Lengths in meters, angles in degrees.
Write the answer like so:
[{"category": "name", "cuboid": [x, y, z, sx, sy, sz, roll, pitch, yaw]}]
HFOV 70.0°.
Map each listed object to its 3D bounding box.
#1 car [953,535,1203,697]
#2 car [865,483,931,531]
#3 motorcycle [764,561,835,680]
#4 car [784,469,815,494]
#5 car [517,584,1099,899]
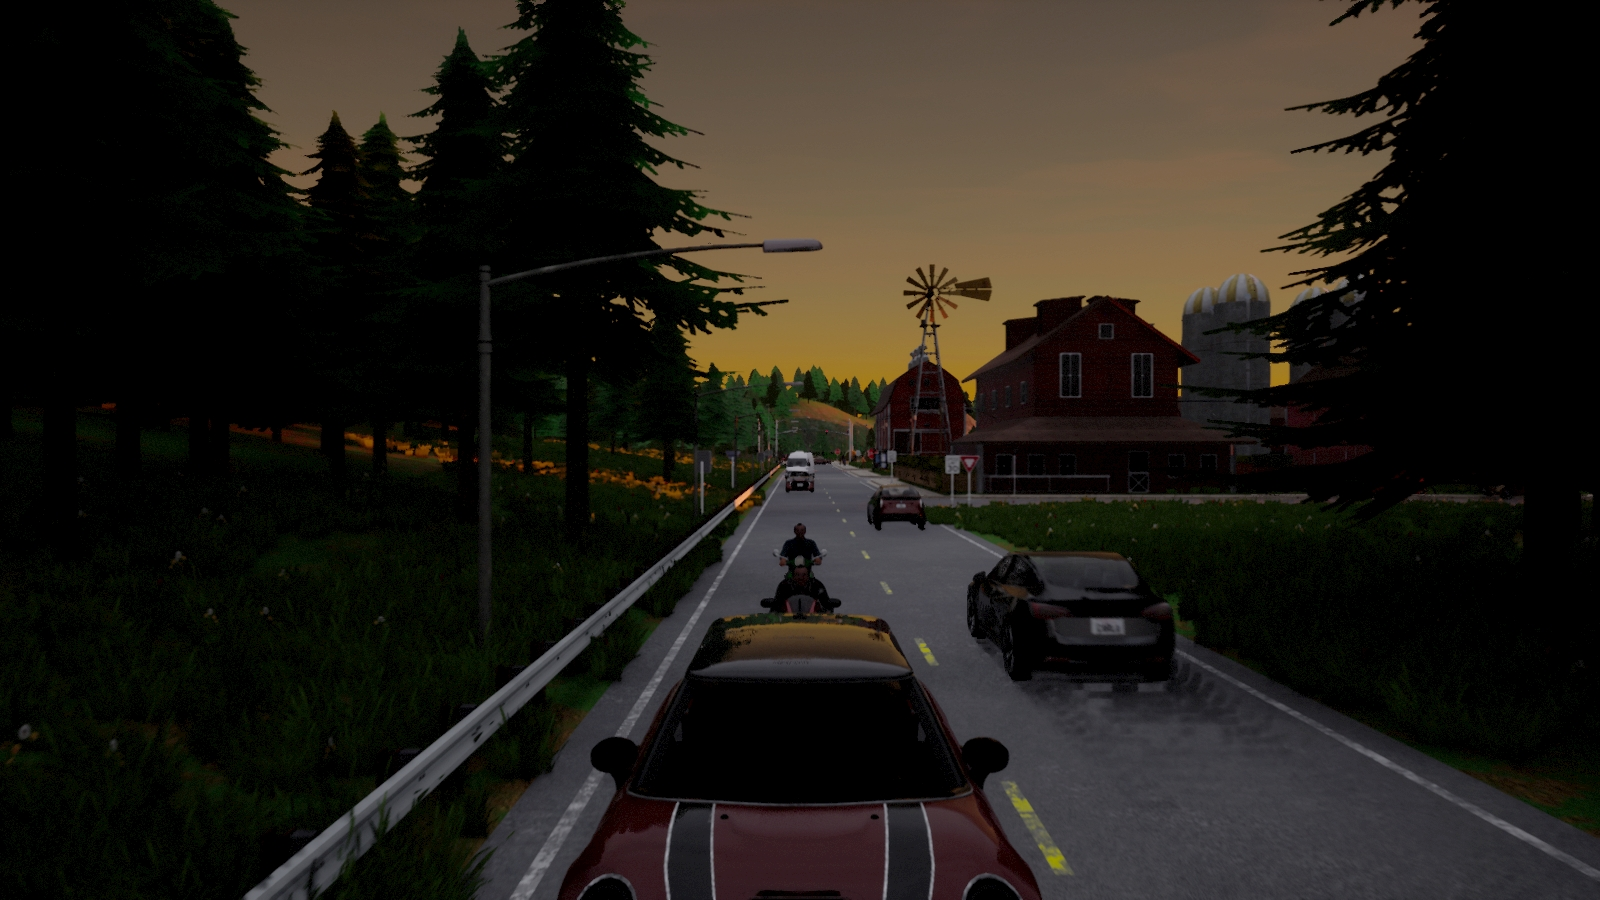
[{"category": "car", "cuboid": [3.470, 2.057, 15.335, 2.163, 1.488, 4.792, 0, 0, 0]}, {"category": "car", "cuboid": [3.493, 2.025, 41.595, 2.007, 1.525, 4.514, 0, 0, 0]}, {"category": "motorcycle", "cuboid": [-0.004, 2.199, 15.141, 0.867, 1.251, 2.209, 0, 0, 0]}, {"category": "car", "cuboid": [-0.007, 2.038, 74.800, 1.970, 1.475, 3.806, 0, 0, 0]}, {"category": "car", "cuboid": [0.030, 1.902, 6.398, 2.097, 1.767, 4.553, 0, 0, 0]}]
